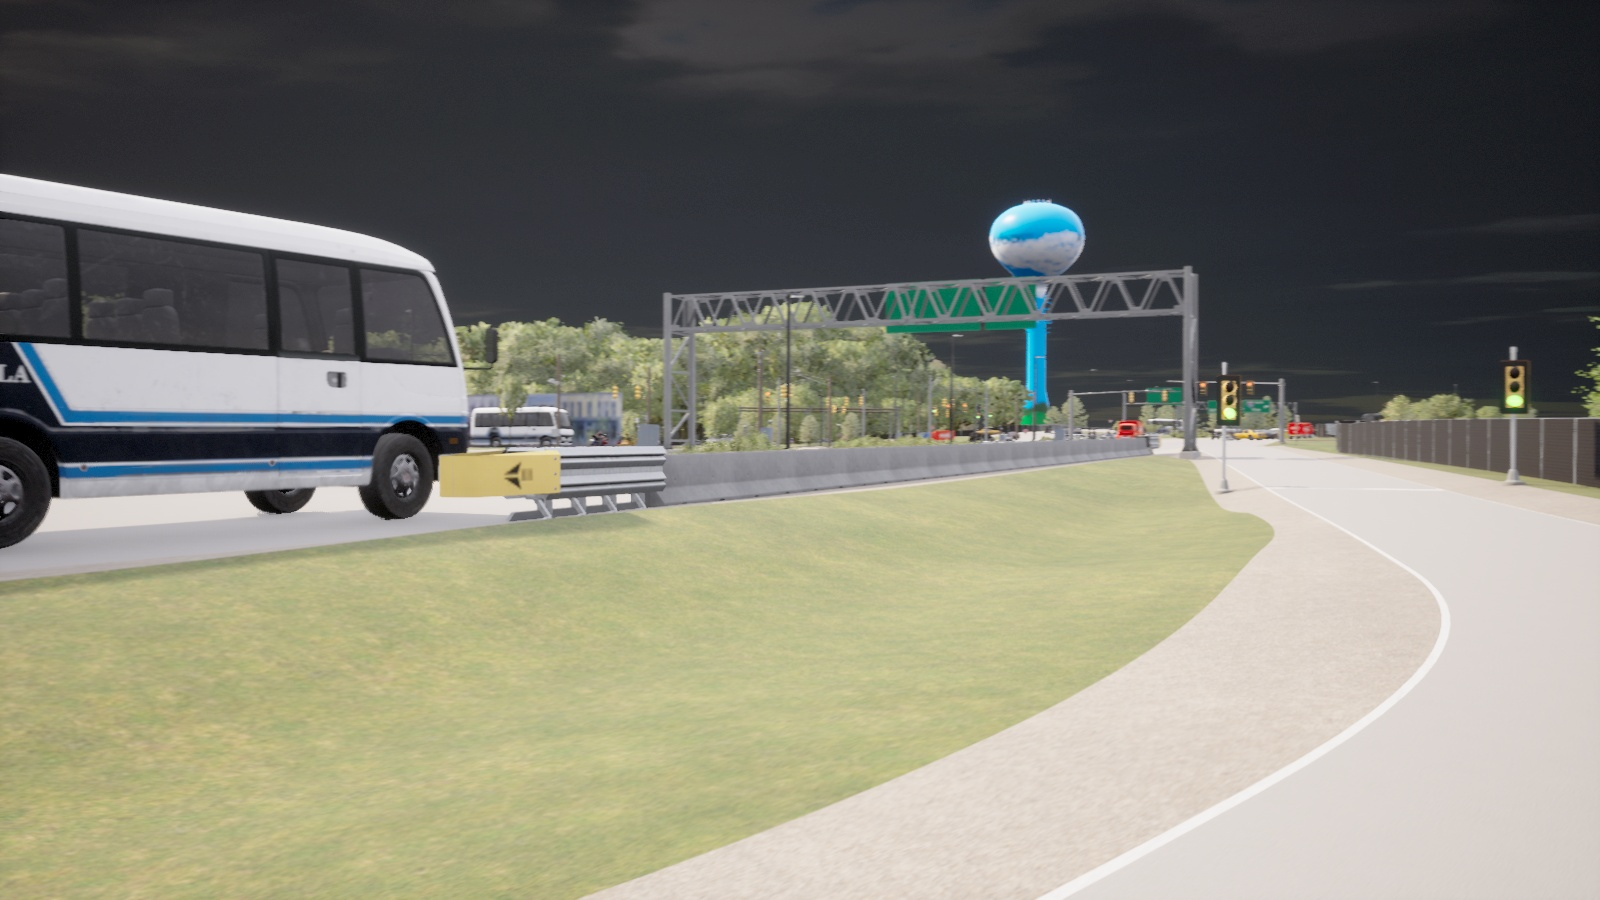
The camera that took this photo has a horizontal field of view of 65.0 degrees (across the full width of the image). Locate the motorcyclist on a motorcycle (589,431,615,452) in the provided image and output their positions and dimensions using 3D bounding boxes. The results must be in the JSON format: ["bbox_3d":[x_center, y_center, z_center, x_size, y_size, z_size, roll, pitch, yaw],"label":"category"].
[{"bbox_3d":[-15.117,-0.643,95.959,0.866,1.530,2.191,0,0,26],"label":"motorcyclist on a motorcycle"}]

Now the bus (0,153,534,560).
[{"bbox_3d":[-8.574,-1.028,16.567,3.944,4.253,10.273,0,1,31],"label":"bus"}]
